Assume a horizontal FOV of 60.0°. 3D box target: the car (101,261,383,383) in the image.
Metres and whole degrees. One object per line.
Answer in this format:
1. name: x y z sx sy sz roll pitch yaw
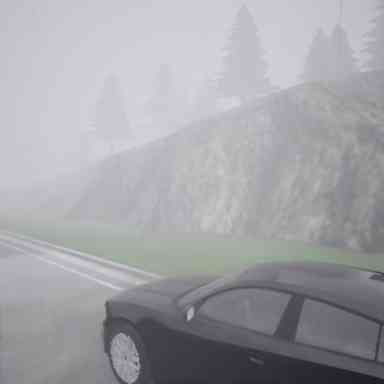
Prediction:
1. car: 1.065 1.515 3.565 5.008 1.535 1.882 0 0 38
